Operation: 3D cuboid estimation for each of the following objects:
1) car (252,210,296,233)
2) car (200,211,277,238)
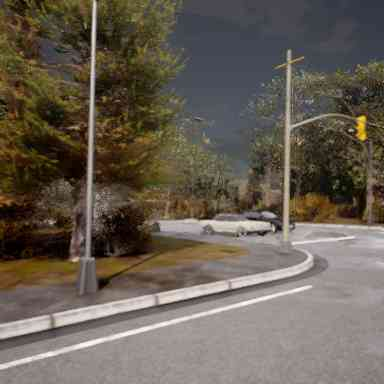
[{"bbox_3d":[4.941,2.040,23.507,1.882,1.535,5.008,2,-3,-37],"label":"car"},{"bbox_3d":[2.647,2.040,20.754,1.895,1.301,4.718,2,-3,-37],"label":"car"}]
